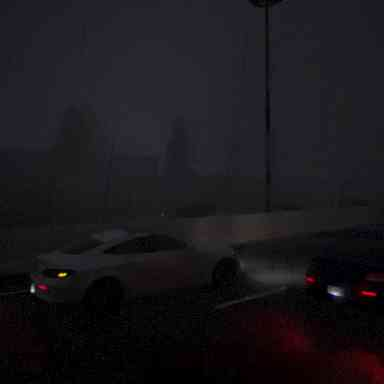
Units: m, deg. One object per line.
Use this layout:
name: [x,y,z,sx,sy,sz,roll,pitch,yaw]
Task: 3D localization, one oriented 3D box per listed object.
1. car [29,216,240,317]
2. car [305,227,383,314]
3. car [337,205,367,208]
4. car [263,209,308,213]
car: [-1.026,1.510,7.407,4.674,1.442,1.812,-1,0,-36]
car: [4.255,1.461,6.915,4.674,1.442,1.812,-1,0,-36]
car: [15.418,1.225,32.660,4.902,1.511,2.128,-1,0,-36]
car: [5.883,1.430,21.370,4.181,1.385,1.994,-1,0,-36]
